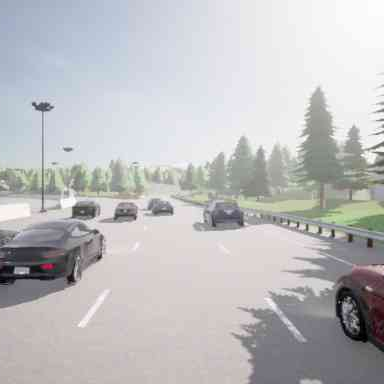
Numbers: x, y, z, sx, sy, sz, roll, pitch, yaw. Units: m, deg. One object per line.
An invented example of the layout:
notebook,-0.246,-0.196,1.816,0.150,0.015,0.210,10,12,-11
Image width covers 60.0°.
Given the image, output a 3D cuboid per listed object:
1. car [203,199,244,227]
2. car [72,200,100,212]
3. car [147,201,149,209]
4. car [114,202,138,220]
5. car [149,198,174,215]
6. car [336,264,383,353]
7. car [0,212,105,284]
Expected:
car,2.093,1.352,23.151,2.097,1.767,4.553,0,0,-6
car,-9.368,1.477,29.698,1.882,1.535,5.008,0,0,-9
car,-4.744,1.505,43.201,1.837,1.490,4.892,0,0,-12
car,-5.625,1.547,28.562,2.033,1.411,5.357,0,0,-8
car,-3.053,1.564,34.336,1.994,1.385,4.181,0,0,-10
car,3.449,1.353,3.643,2.097,1.767,4.553,0,0,-2
car,-3.767,1.526,9.455,1.812,1.442,4.674,0,0,-3
